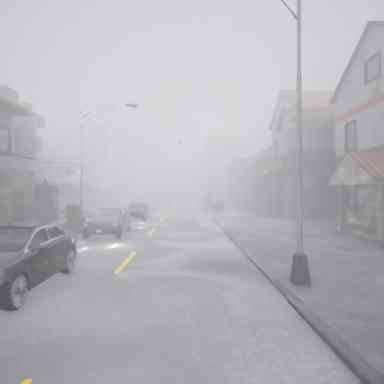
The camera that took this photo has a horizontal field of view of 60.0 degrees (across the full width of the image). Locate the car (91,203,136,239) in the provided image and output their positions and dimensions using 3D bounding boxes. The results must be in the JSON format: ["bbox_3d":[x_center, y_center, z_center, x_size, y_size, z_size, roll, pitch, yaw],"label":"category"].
[{"bbox_3d":[-4.388,1.552,17.786,1.812,1.442,4.674,0,0,-1],"label":"car"}]

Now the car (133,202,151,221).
[{"bbox_3d":[-4.565,1.579,28.119,2.033,1.411,5.357,0,0,-1],"label":"car"}]

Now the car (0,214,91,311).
[{"bbox_3d":[-4.222,1.514,7.834,2.128,1.511,4.902,0,0,-1],"label":"car"}]
